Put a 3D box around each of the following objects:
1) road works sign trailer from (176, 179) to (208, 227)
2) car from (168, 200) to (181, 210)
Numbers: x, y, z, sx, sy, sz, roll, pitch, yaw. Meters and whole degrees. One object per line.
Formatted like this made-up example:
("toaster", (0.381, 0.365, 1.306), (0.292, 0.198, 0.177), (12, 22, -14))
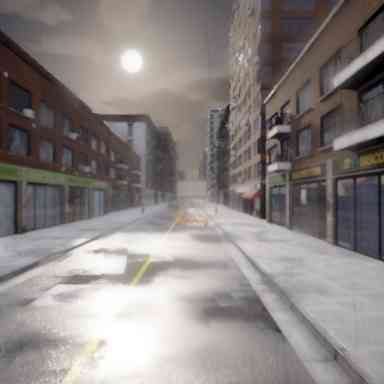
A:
("road works sign trailer", (0.002, 0.807, 25.213), (2.380, 3.560, 2.880), (0, -1, 0))
("car", (-3.045, 2.155, 57.915), (2.097, 1.767, 4.553), (0, -1, 1))
